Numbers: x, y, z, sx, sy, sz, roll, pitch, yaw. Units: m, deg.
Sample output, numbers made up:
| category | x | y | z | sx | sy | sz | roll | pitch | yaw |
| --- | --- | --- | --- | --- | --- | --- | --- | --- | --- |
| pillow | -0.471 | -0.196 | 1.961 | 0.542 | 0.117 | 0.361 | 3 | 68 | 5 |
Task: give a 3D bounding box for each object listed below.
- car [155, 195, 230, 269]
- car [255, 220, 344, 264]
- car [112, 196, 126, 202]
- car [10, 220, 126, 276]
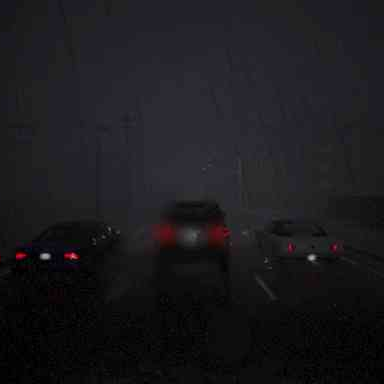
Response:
| category | x | y | z | sx | sy | sz | roll | pitch | yaw |
| --- | --- | --- | --- | --- | --- | --- | --- | --- | --- |
| car | 0.033 | 1.273 | 11.494 | 2.150 | 2.045 | 5.566 | 0 | 0 | 0 |
| car | 3.537 | 1.652 | 11.995 | 1.895 | 1.301 | 4.718 | 0 | 0 | 0 |
| car | -19.793 | 1.927 | 88.555 | 1.994 | 1.385 | 4.181 | 0 | 0 | 0 |
| car | -3.477 | 1.592 | 10.424 | 2.033 | 1.411 | 5.357 | 0 | 0 | 0 |
